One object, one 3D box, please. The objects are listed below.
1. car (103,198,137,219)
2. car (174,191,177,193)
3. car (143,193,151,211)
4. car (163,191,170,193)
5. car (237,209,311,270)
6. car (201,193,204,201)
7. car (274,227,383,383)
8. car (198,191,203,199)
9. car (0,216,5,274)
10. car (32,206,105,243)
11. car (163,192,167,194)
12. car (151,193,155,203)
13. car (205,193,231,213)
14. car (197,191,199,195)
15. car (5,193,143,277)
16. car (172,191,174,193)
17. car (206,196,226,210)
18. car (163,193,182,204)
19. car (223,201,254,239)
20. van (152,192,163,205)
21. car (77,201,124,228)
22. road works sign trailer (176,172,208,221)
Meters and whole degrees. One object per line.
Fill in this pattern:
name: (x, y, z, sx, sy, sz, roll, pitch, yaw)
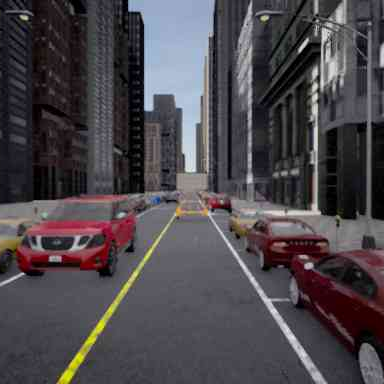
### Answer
car: (-5.759, 1.308, 27.254, 1.752, 1.417, 4.829, 0, 0, 0)
car: (-5.746, 0.901, 89.471, 1.947, 1.339, 4.313, 0, 0, 0)
car: (-5.759, 1.053, 33.063, 2.192, 1.841, 5.009, 0, 0, 0)
car: (-5.753, 0.847, 61.266, 2.192, 1.841, 5.009, 0, 0, 0)
car: (2.763, 1.459, 10.509, 1.887, 1.381, 4.507, 0, 0, 0)
car: (2.771, 1.163, 49.991, 2.008, 1.369, 4.403, 0, 0, 0)
car: (2.761, 1.504, 4.869, 1.887, 1.381, 4.507, 0, 0, 0)
car: (2.774, 0.932, 66.911, 1.967, 1.590, 4.097, 0, 0, 0)
car: (-5.763, 1.441, 10.333, 1.752, 1.417, 4.829, 0, 0, 0)
car: (-5.762, 1.436, 16.144, 1.947, 1.339, 4.313, 0, 0, 0)
car: (-5.753, 1.123, 55.627, 2.008, 1.369, 4.403, 0, 0, 0)
car: (-5.757, 1.222, 38.536, 1.752, 1.417, 4.829, 0, 0, 0)
car: (2.766, 1.053, 33.069, 2.192, 1.841, 5.009, 0, 0, 0)
car: (2.777, 0.980, 78.193, 1.947, 1.339, 4.313, 0, 0, 0)
car: (-3.098, 1.137, 10.296, 2.150, 2.045, 5.566, 0, 0, 0)
car: (-5.751, 0.768, 72.547, 2.192, 1.841, 5.009, 0, 0, 0)
car: (2.768, 1.246, 38.711, 2.008, 1.369, 4.403, 0, 0, 0)
car: (-3.065, 1.197, 52.177, 1.895, 1.301, 4.718, 0, 0, 0)
car: (2.764, 1.393, 16.320, 1.752, 1.417, 4.829, 0, 0, 0)
van: (-5.755, 0.953, 49.985, 1.690, 1.788, 3.998, 0, 0, 0)
car: (-5.760, 1.352, 21.614, 1.752, 1.417, 4.829, 0, 0, 0)
road works sign trailer: (0.005, 0.265, 24.971, 2.380, 3.560, 2.880, 0, 0, 0)
